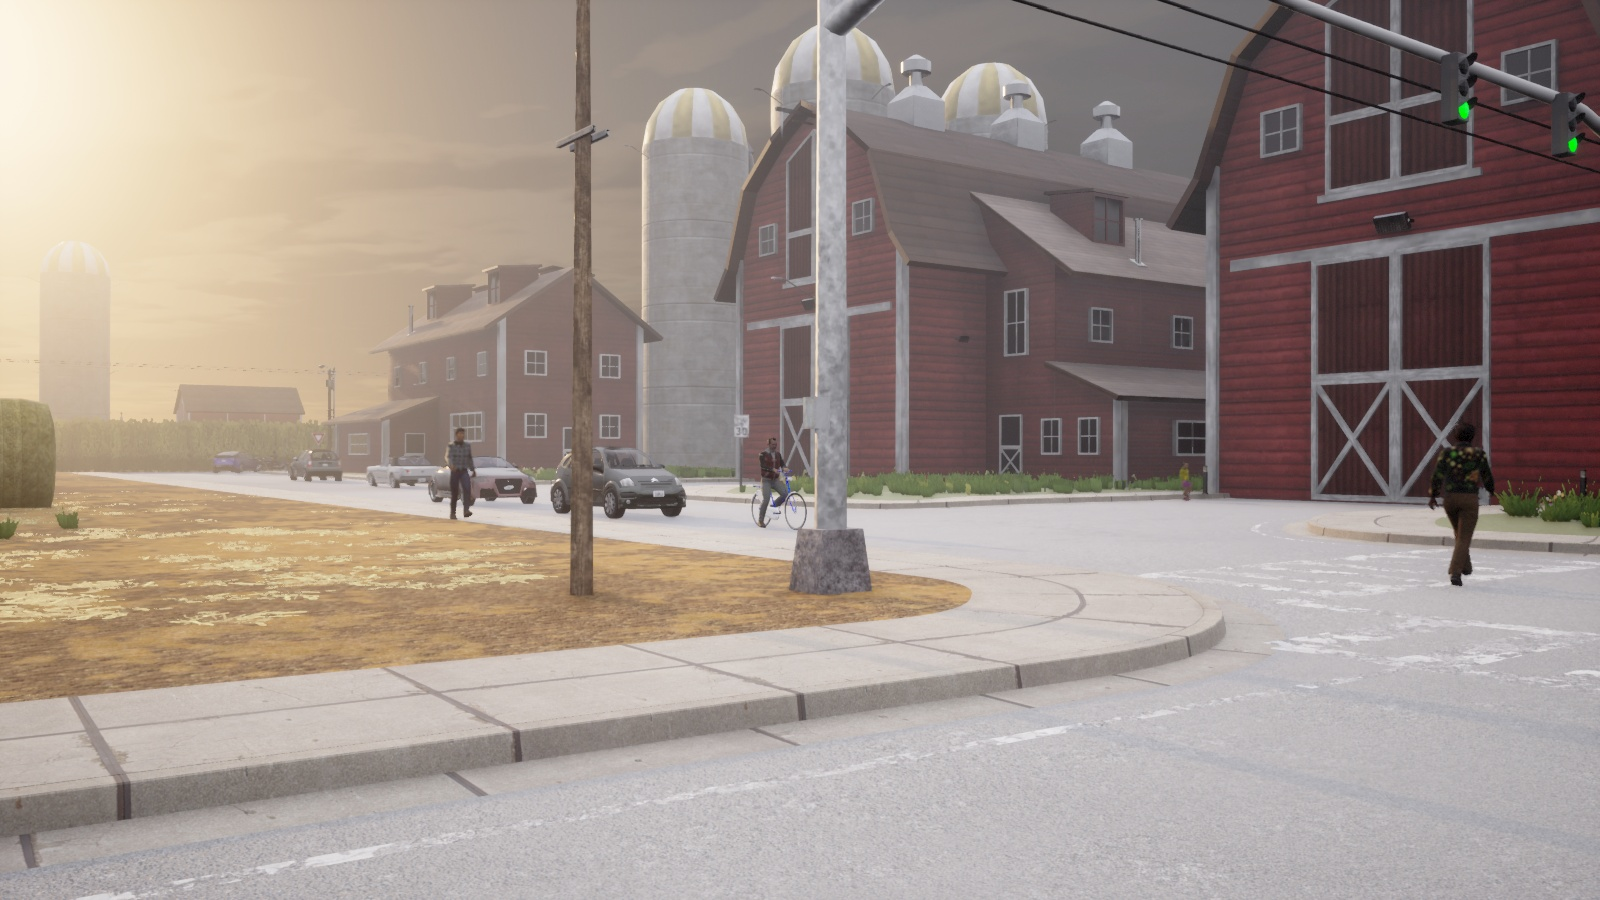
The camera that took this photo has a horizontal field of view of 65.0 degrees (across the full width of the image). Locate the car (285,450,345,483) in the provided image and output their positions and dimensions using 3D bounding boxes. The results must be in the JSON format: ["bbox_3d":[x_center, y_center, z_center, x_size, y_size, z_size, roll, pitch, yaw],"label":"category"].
[{"bbox_3d":[-24.463,0.823,63.260,1.851,1.617,3.988,0,0,-36],"label":"car"}]

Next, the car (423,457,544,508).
[{"bbox_3d":[-9.154,0.890,36.138,1.994,1.385,4.181,0,0,-36],"label":"car"}]

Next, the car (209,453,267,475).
[{"bbox_3d":[-39.252,0.974,87.780,2.007,1.525,4.514,0,0,0],"label":"car"}]

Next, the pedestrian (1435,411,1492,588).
[{"bbox_3d":[7.457,0.539,14.114,0.395,1.930,0.692,0,0,43],"label":"pedestrian"}]

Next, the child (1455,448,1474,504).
[{"bbox_3d":[15.100,0.578,28.549,0.270,1.263,0.437,0,0,11],"label":"child"}]

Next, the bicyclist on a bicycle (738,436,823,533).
[{"bbox_3d":[-0.399,0.641,24.027,0.659,1.776,1.843,-1,0,-36],"label":"bicyclist on a bicycle"}]

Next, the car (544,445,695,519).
[{"bbox_3d":[-4.279,0.697,29.392,1.851,1.617,3.988,0,0,-36],"label":"car"}]

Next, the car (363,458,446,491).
[{"bbox_3d":[-16.497,0.982,52.246,1.895,1.301,4.718,0,0,-36],"label":"car"}]

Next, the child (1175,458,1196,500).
[{"bbox_3d":[10.684,0.803,34.838,0.299,1.160,0.473,0,0,-35],"label":"child"}]

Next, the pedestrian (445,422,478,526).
[{"bbox_3d":[-6.489,0.451,24.048,0.423,1.949,0.788,0,0,-29],"label":"pedestrian"}]
